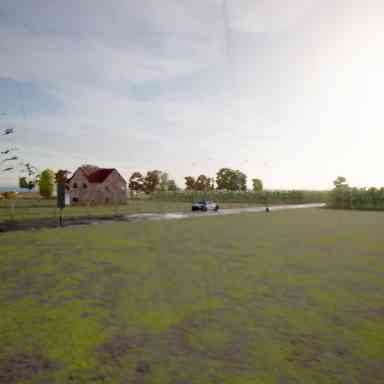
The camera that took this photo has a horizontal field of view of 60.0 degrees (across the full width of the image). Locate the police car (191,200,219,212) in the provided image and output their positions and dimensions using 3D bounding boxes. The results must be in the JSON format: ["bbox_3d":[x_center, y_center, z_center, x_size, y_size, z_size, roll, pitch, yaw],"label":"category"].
[{"bbox_3d":[1.745,1.993,46.383,2.038,1.542,4.974,1,0,35],"label":"police car"}]
